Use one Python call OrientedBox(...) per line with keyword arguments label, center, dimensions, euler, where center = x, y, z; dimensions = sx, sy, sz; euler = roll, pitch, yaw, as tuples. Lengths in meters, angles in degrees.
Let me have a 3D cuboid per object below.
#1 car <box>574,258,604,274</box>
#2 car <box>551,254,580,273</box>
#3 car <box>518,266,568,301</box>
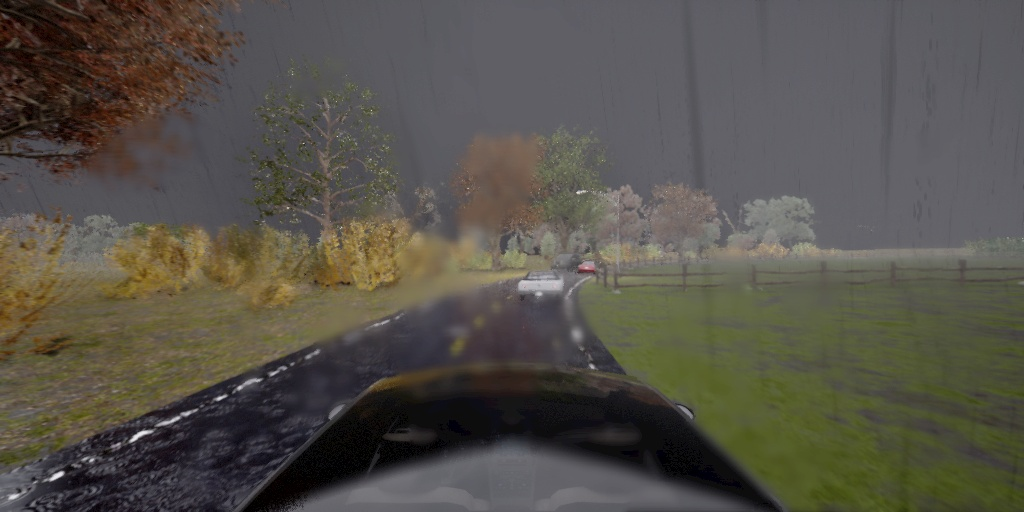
OrientedBox(label="car", center=(8.475, 1.144, 38.433), dimensions=(1.994, 1.385, 4.181), euler=(0, 1, 25))
OrientedBox(label="car", center=(6.264, 0.767, 40.725), dimensions=(2.150, 2.045, 5.566), euler=(0, 1, 27))
OrientedBox(label="car", center=(1.541, 1.329, 17.093), dimensions=(1.895, 1.301, 4.718), euler=(0, 0, 10))
